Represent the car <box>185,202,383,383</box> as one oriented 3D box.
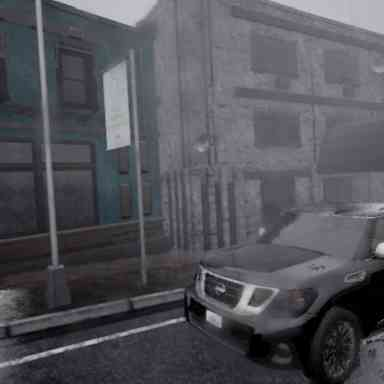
[{"bbox_3d":[2.577,1.218,5.657,5.566,2.045,2.150,0,0,-33],"label":"car"}]
